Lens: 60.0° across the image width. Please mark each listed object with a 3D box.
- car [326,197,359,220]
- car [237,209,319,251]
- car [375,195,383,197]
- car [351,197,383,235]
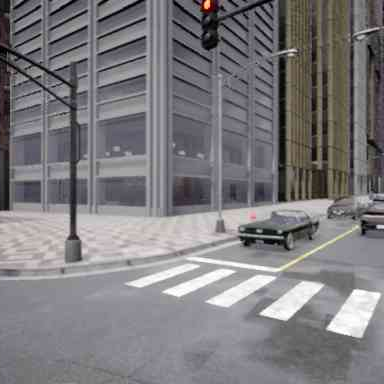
[{"bbox_3d":[11.066,1.155,23.883,1.837,1.490,4.892,0,1,36],"label":"car"},{"bbox_3d":[3.633,1.416,13.534,1.895,1.301,4.718,0,1,35],"label":"car"},{"bbox_3d":[23.322,1.000,40.768,1.895,1.301,4.718,0,1,36],"label":"car"},{"bbox_3d":[9.411,1.230,16.069,2.128,1.511,4.902,0,1,35],"label":"car"}]
